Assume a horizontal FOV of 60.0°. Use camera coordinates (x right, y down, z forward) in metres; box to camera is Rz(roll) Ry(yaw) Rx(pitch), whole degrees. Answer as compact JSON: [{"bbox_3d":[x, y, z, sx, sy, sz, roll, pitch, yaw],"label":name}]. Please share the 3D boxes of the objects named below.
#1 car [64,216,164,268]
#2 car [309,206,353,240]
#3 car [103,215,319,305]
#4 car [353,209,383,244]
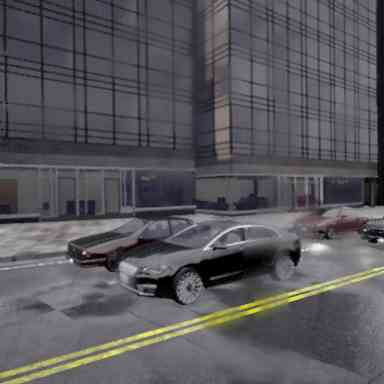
[{"bbox_3d":[-1.189,1.516,10.813,5.357,1.411,2.033,0,0,-35],"label":"car"},{"bbox_3d":[7.072,1.447,16.673,4.674,1.442,1.812,0,0,-35],"label":"car"},{"bbox_3d":[0.637,1.464,8.122,4.902,1.511,2.128,0,0,-35],"label":"car"},{"bbox_3d":[9.487,1.468,14.405,5.357,1.411,2.033,0,0,-35],"label":"car"}]
